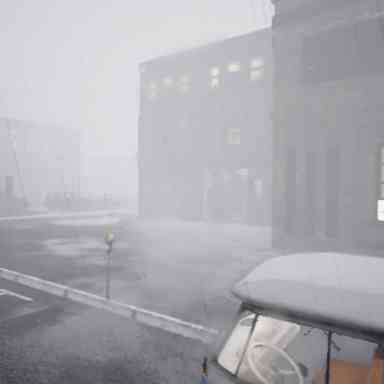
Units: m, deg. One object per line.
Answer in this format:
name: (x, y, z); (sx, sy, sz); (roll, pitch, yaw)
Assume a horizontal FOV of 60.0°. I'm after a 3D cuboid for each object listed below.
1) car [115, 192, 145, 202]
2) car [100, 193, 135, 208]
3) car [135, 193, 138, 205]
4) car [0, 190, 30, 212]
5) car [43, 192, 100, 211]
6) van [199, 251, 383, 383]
car: (-9.471, 0.785, 51.028); (1.947, 1.339, 4.313); (2, 2, 34)
car: (-8.826, 0.932, 37.154); (1.967, 1.590, 4.097); (2, 2, 34)
car: (-5.691, 0.975, 41.728); (2.008, 1.369, 4.403); (2, 2, 34)
car: (-17.388, 0.804, 29.445); (2.150, 2.045, 5.566); (1, 1, 34)
car: (-11.961, 0.874, 32.581); (2.192, 1.841, 5.009); (2, 2, 34)
van: (1.838, 1.347, 1.559); (3.998, 1.788, 1.690); (1, 1, 35)
